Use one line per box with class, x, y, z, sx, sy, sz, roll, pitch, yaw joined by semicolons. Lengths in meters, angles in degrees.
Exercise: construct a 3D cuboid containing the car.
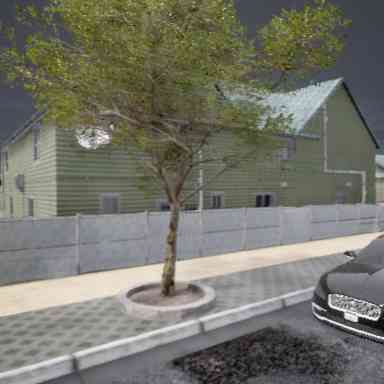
car;4.201;1.498;6.062;4.892;1.490;1.837;0;0;-35
